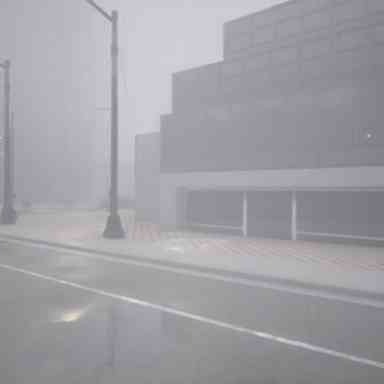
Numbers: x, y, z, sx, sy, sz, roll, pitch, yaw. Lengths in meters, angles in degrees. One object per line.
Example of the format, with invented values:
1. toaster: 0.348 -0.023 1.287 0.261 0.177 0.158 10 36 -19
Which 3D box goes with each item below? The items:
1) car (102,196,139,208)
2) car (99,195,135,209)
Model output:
1. car: -9.593 1.289 44.853 1.837 1.490 4.892 1 0 36
2. car: -8.818 1.157 39.933 2.097 1.767 4.553 1 0 36
